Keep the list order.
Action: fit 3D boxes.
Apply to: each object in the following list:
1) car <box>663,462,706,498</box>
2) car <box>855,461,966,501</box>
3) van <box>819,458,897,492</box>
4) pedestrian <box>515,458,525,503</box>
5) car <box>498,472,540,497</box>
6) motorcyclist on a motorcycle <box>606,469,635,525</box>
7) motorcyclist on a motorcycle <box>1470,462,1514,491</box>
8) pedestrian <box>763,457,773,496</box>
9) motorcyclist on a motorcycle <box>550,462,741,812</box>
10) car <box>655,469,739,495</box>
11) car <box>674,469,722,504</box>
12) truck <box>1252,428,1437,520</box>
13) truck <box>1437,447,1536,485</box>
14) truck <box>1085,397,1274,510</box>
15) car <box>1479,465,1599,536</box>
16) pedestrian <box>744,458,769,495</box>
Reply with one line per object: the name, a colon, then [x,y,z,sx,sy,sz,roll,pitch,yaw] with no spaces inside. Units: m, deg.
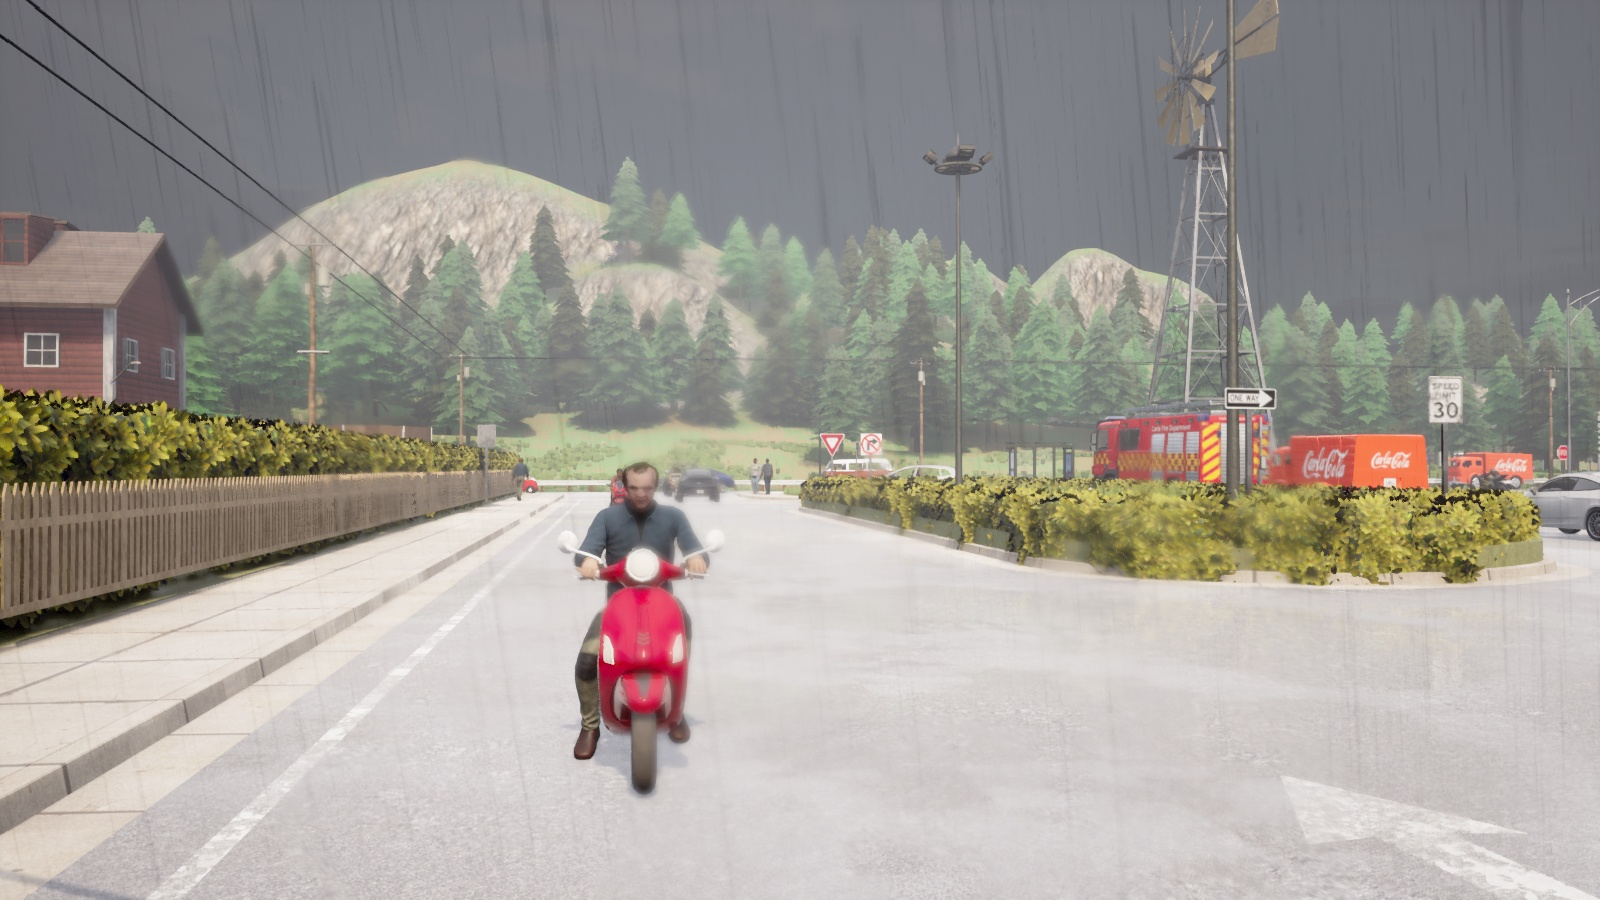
car: [-6.176,1.577,66.621,1.932,1.855,4.605,0,-1,-9]
car: [4.820,1.345,54.410,4.611,1.667,2.242,-1,-1,10]
van: [3.547,1.543,77.397,4.480,2.038,2.069,0,-1,-8]
pedestrian: [-11.567,1.266,51.907,0.370,1.835,0.726,0,-1,-9]
car: [-15.906,1.961,71.096,2.207,1.376,1.481,-1,-1,-8]
motorcyclist on a motorcycle: [-5.099,1.318,35.625,0.797,1.523,2.044,0,-1,-8]
motorcyclist on a motorcycle: [37.098,1.427,67.321,0.866,1.530,2.191,0,-1,-9]
pedestrian: [-1.616,1.328,62.988,0.423,1.949,0.788,0,-1,-7]
motorcyclist on a motorcycle: [-0.841,0.865,6.701,0.866,1.590,1.817,0,-1,-8]
car: [-6.155,1.899,75.024,4.674,1.442,1.812,0,-1,-27]
car: [-4.648,1.618,56.599,1.837,1.490,4.892,0,-1,-8]
truck: [15.741,0.682,36.715,2.627,2.467,5.204,0,-1,-8]
truck: [45.561,1.053,83.365,5.204,2.467,2.627,0,-1,-8]
truck: [13.910,0.158,46.998,2.891,3.827,8.468,0,-1,-13]
car: [17.194,1.056,27.343,1.812,1.442,4.674,0,-1,-8]
pedestrian: [-2.193,1.335,63.155,0.874,1.855,0.900,-1,-1,37]
